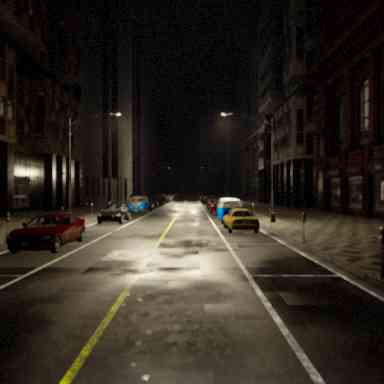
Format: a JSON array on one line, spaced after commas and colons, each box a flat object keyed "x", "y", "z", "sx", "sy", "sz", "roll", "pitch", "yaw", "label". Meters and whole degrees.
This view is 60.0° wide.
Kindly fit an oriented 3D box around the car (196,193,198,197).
[{"x": 2.875, "y": 1.528, "z": 92.579, "sx": 1.967, "sy": 1.590, "sz": 4.097, "roll": 0, "pitch": 0, "yaw": 0, "label": "car"}]

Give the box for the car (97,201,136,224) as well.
[{"x": -5.734, "y": 1.586, "z": 24.942, "sx": 1.947, "sy": 1.339, "sz": 4.313, "roll": 0, "pitch": 0, "yaw": 0, "label": "car"}]

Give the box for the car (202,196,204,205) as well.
[{"x": 2.819, "y": 1.592, "z": 47.489, "sx": 2.008, "sy": 1.369, "sz": 4.403, "roll": 0, "pitch": 0, "yaw": 0, "label": "car"}]

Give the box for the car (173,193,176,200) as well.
[{"x": -5.664, "y": 1.517, "z": 81.310, "sx": 1.967, "sy": 1.590, "sz": 4.097, "roll": 0, "pitch": 0, "yaw": 0, "label": "car"}]

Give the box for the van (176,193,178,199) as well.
[{"x": -5.650, "y": 1.430, "z": 92.583, "sx": 1.690, "sy": 1.788, "sz": 3.998, "roll": 0, "pitch": 0, "yaw": 0, "label": "van"}]

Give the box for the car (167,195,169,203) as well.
[{"x": -5.692, "y": 1.598, "z": 58.763, "sx": 1.887, "sy": 1.381, "sz": 4.507, "roll": 0, "pitch": 0, "yaw": 0, "label": "car"}]

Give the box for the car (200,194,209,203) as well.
[{"x": 2.833, "y": 1.493, "z": 58.761, "sx": 1.967, "sy": 1.590, "sz": 4.097, "roll": 0, "pitch": 0, "yaw": 0, "label": "car"}]

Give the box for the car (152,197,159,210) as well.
[{"x": -5.713, "y": 1.602, "z": 41.852, "sx": 1.947, "sy": 1.339, "sz": 4.313, "roll": 0, "pitch": 0, "yaw": 0, "label": "car"}]

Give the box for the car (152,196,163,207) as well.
[{"x": -5.706, "y": 1.608, "z": 47.489, "sx": 1.947, "sy": 1.339, "sz": 4.313, "roll": 0, "pitch": 0, "yaw": 0, "label": "car"}]

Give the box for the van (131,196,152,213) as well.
[{"x": -5.721, "y": 1.372, "z": 36.216, "sx": 1.690, "sy": 1.788, "sz": 3.998, "roll": 0, "pitch": 0, "yaw": 0, "label": "van"}]

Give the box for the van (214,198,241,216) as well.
[{"x": 2.790, "y": 1.360, "z": 24.944, "sx": 1.690, "sy": 1.788, "sz": 3.998, "roll": 0, "pitch": 0, "yaw": 0, "label": "van"}]

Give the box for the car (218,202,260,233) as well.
[{"x": 2.784, "y": 1.539, "z": 19.478, "sx": 1.752, "sy": 1.417, "sz": 4.829, "roll": 0, "pitch": 0, "yaw": 0, "label": "car"}]

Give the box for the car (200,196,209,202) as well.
[{"x": 2.854, "y": 1.615, "z": 75.671, "sx": 1.887, "sy": 1.381, "sz": 4.507, "roll": 0, "pitch": 0, "yaw": 0, "label": "car"}]

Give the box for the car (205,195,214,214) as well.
[{"x": 2.805, "y": 1.470, "z": 36.217, "sx": 1.967, "sy": 1.590, "sz": 4.097, "roll": 0, "pitch": 0, "yaw": 0, "label": "car"}]

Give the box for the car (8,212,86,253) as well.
[{"x": -5.748, "y": 1.554, "z": 13.669, "sx": 1.887, "sy": 1.381, "sz": 4.507, "roll": 0, "pitch": 0, "yaw": 0, "label": "car"}]

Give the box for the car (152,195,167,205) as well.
[{"x": -5.700, "y": 1.363, "z": 53.126, "sx": 2.192, "sy": 1.841, "sz": 5.009, "roll": 0, "pitch": 0, "yaw": 0, "label": "car"}]

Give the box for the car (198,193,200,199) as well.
[{"x": 2.847, "y": 1.379, "z": 70.035, "sx": 2.192, "sy": 1.841, "sz": 5.009, "roll": 0, "pitch": 0, "yaw": 0, "label": "car"}]

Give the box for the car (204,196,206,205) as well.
[{"x": 2.812, "y": 1.561, "z": 42.023, "sx": 1.752, "sy": 1.417, "sz": 4.829, "roll": 0, "pitch": 0, "yaw": 0, "label": "car"}]

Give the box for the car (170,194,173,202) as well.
[{"x": -5.678, "y": 1.505, "z": 70.036, "sx": 1.967, "sy": 1.590, "sz": 4.097, "roll": 0, "pitch": 0, "yaw": 0, "label": "car"}]
